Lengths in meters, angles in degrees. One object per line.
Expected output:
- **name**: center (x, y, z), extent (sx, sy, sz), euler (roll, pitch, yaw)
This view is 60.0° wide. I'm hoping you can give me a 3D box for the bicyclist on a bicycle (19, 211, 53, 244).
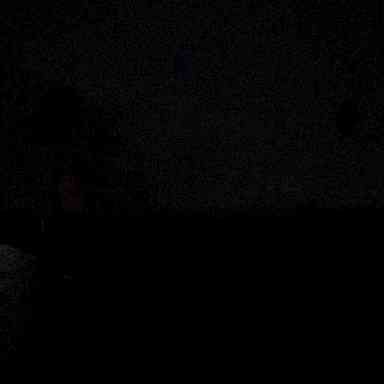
- **bicyclist on a bicycle**: center (-7.900, 1.795, 16.875), extent (1.656, 1.620, 0.582), euler (0, -2, -42)
